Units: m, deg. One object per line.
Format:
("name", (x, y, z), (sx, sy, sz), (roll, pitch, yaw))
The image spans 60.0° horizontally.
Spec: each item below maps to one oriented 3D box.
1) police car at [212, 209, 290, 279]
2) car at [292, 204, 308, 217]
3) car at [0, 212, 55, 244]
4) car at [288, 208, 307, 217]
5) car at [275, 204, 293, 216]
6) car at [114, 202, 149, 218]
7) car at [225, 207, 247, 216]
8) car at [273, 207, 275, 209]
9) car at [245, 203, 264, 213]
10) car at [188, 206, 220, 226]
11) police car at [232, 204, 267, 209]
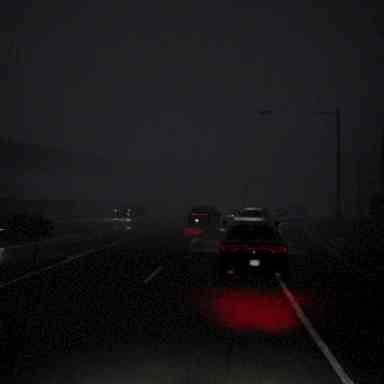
("police car", (1.901, 1.575, 10.776), (1.930, 1.638, 5.238), (0, -1, 8))
("car", (16.214, 2.867, 51.252), (2.150, 2.045, 5.566), (-1, -4, 34))
("car", (-8.777, 1.706, 16.652), (1.994, 1.385, 4.181), (0, -1, 11))
("car", (20.086, 3.855, 63.015), (2.128, 1.511, 4.902), (-1, -4, 34))
("car", (11.157, 2.626, 42.570), (1.994, 1.385, 4.181), (0, -3, 29))
("car", (-6.668, 1.935, 37.019), (2.097, 1.767, 4.553), (0, -2, 22))
("car", (7.583, 3.313, 57.058), (1.994, 1.385, 4.181), (-1, -4, 33))
("car", (4.991, 1.889, 24.841), (1.812, 1.442, 4.674), (0, -1, 17))
("car", (13.600, 3.535, 72.202), (2.150, 2.045, 5.566), (-1, -4, 34))
("car", (1.111, 1.874, 26.735), (1.837, 1.490, 4.892), (-1, -1, 18))
("police car", (3.601, 1.697, 19.687), (1.930, 1.638, 5.238), (0, -1, 13))
